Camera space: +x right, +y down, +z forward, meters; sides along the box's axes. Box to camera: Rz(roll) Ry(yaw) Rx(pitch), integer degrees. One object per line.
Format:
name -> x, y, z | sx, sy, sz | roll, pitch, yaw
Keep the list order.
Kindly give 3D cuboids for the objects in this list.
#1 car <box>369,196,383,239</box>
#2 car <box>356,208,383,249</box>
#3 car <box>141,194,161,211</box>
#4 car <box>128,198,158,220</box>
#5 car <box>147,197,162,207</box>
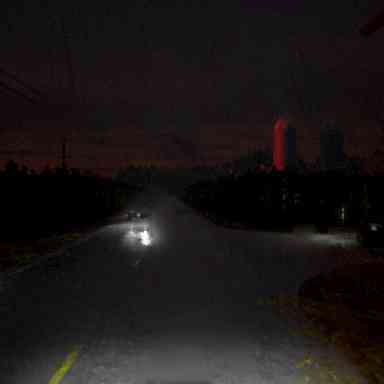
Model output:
car -> 12.051, 1.223, 16.330 | 5.566, 2.045, 2.150 | 0, 0, -2
car -> 8.777, 1.357, 12.625 | 4.553, 1.767, 2.097 | 0, 0, -11
car -> -4.917, 1.239, 38.590 | 2.150, 2.045, 5.566 | 0, 0, -4
car -> -4.239, 1.504, 27.916 | 2.128, 1.511, 4.902 | 0, 0, -3
car -> -5.754, 1.513, 51.481 | 2.128, 1.511, 4.902 | 0, 0, -4
